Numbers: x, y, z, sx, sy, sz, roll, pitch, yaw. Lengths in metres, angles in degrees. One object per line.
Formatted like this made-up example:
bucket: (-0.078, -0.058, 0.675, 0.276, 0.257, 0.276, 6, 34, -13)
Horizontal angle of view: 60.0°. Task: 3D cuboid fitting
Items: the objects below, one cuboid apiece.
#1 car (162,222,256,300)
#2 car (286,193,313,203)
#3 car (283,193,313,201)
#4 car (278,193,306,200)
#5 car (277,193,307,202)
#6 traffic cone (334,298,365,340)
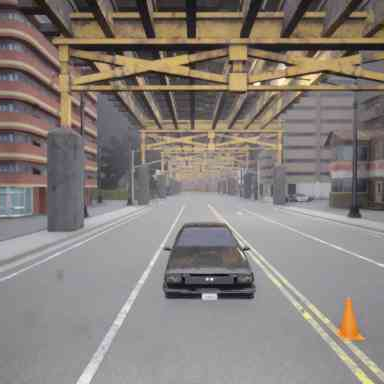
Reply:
car: (0.357, 1.533, 8.799, 2.033, 1.411, 5.357, 0, 0, 1)
car: (17.435, 1.007, 54.922, 4.974, 1.542, 2.038, 0, 1, -20)
car: (17.484, 0.849, 54.938, 4.536, 1.218, 1.853, 0, 1, -20)
car: (17.828, 0.802, 59.055, 4.536, 1.218, 1.853, 0, 1, 25)
car: (17.781, 0.960, 59.079, 4.974, 1.542, 2.038, 0, 1, 25)
traffic cone: (2.451, 1.949, 5.193, 0.340, 0.580, 0.340, 0, 0, 0)
